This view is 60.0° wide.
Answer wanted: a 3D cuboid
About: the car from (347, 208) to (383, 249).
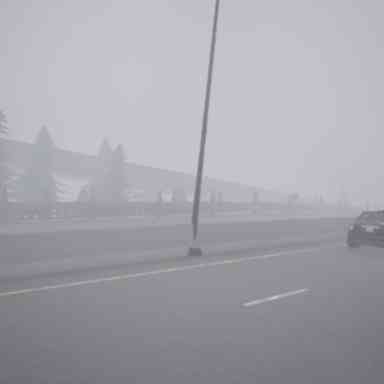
[{"bbox_3d":[8.756,1.555,14.360,4.553,1.767,2.097,1,-1,-35],"label":"car"}]
